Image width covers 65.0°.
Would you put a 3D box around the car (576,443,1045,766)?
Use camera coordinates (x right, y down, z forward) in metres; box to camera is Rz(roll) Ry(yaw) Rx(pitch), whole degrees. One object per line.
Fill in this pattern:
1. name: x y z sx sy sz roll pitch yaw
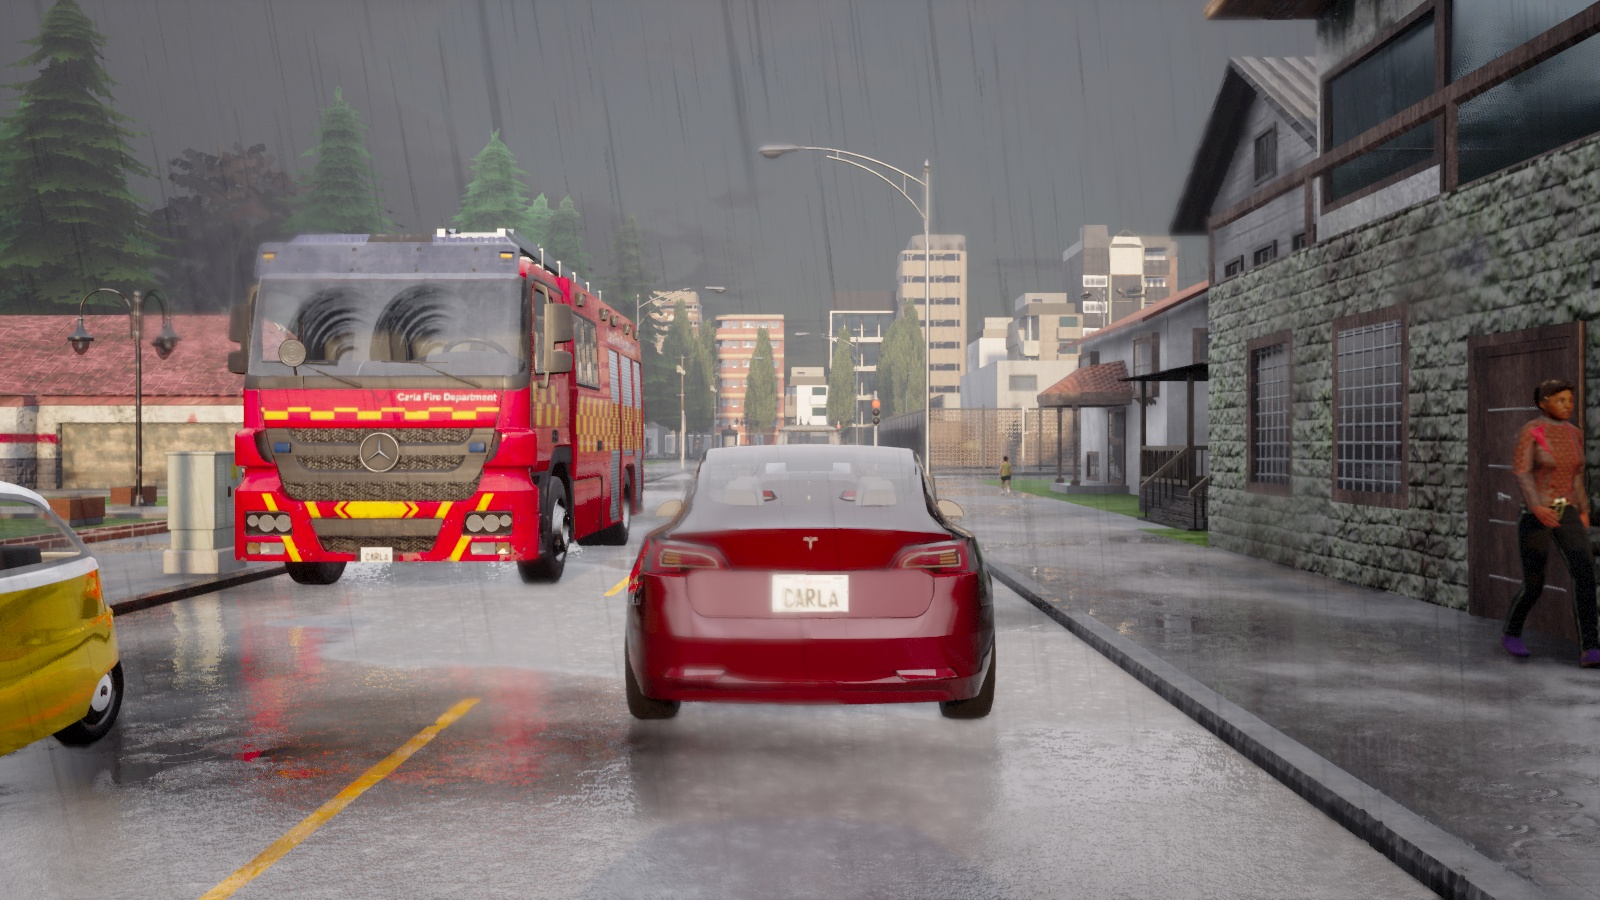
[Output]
1. car: 0.061 0.700 8.198 2.163 1.488 4.792 0 0 0

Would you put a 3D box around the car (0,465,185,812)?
1. car: -3.954 0.767 5.443 1.481 1.376 2.207 0 0 0

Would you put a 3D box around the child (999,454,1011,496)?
1. child: 5.413 0.654 33.118 0.255 1.110 0.394 0 0 0

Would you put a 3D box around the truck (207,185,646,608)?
1. truck: -3.897 -0.509 15.604 2.891 3.827 8.468 0 0 0

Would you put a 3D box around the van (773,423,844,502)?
1. van: 0.212 0.308 33.971 1.775 1.987 4.442 0 0 0

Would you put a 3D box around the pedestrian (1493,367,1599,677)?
1. pedestrian: 4.682 0.416 7.743 0.328 1.805 0.869 0 0 0
